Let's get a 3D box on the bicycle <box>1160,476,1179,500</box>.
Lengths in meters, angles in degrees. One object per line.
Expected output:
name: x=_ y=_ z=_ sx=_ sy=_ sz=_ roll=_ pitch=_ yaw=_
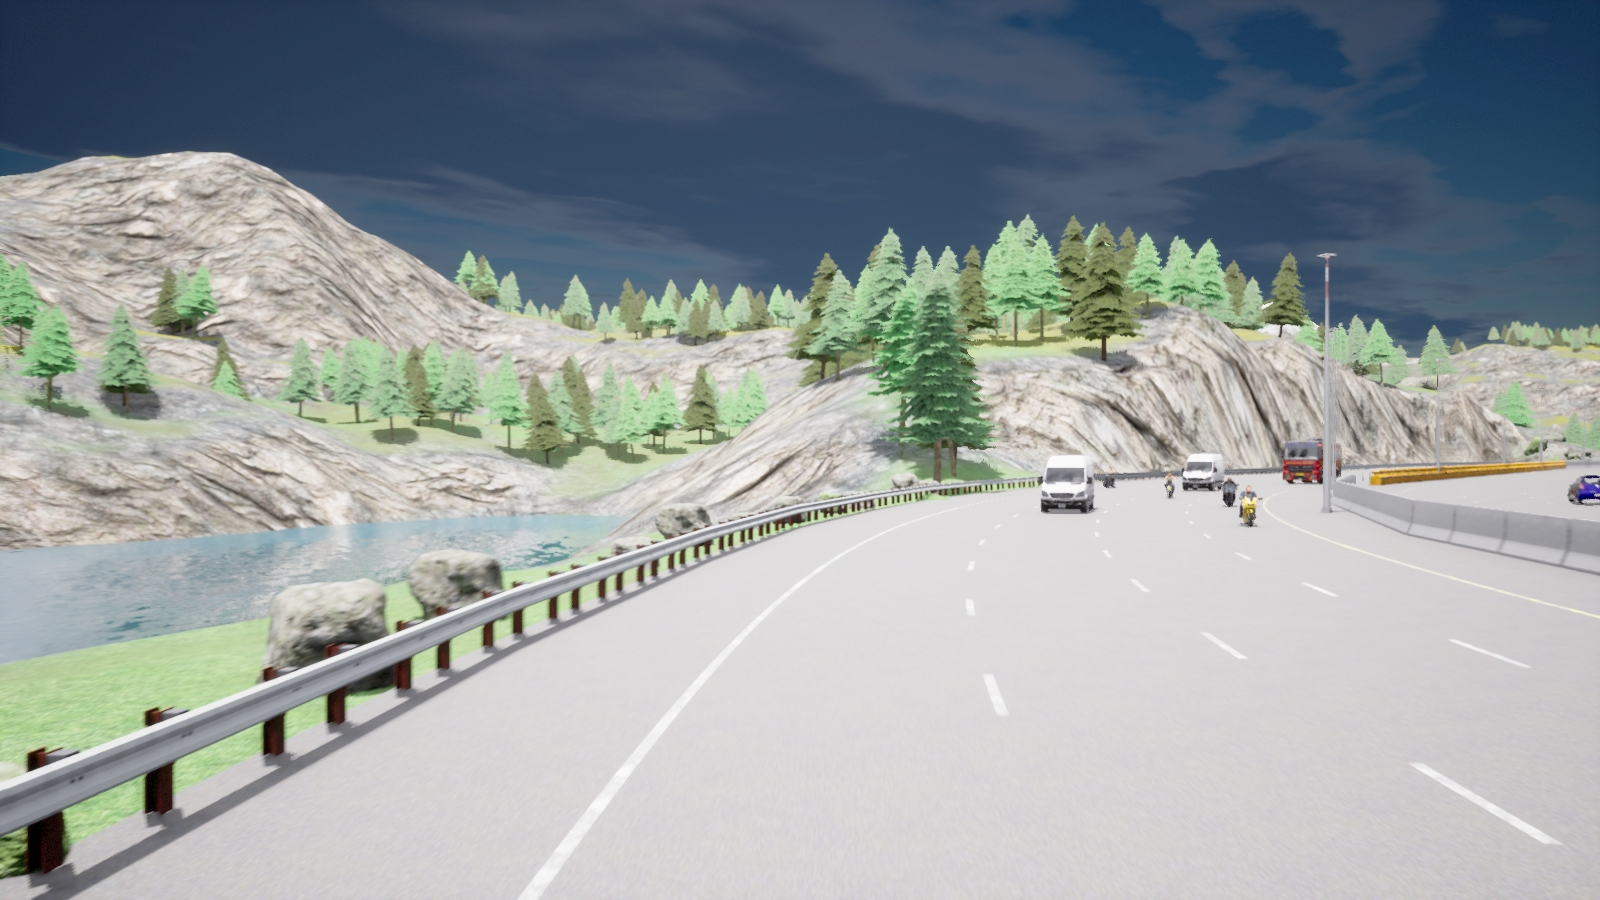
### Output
bicycle: x=21.157 y=2.178 z=65.433 sx=0.859 sy=1.295 sz=1.487 roll=0 pitch=0 yaw=24

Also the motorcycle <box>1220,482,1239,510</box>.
motorcycle: x=21.074 y=2.234 z=56.070 sx=0.867 sy=1.251 sz=2.209 roll=0 pitch=0 yaw=21

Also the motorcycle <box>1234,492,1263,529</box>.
motorcycle: x=16.440 y=2.199 z=41.909 sx=0.803 sy=1.217 sz=2.033 roll=0 pitch=0 yaw=16

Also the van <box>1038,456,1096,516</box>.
van: x=12.242 y=1.551 z=52.068 sx=1.988 sy=2.561 sz=5.915 roll=0 pitch=0 yaw=19

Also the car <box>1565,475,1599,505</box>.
car: x=41.711 y=2.094 z=60.235 sx=1.845 sy=1.501 sz=3.633 roll=0 pitch=0 yaw=26
